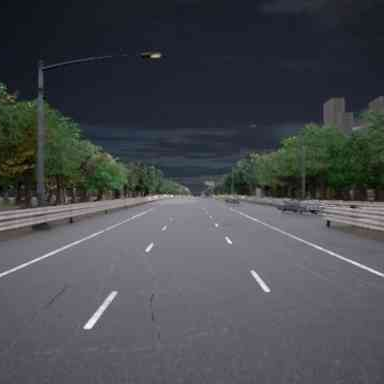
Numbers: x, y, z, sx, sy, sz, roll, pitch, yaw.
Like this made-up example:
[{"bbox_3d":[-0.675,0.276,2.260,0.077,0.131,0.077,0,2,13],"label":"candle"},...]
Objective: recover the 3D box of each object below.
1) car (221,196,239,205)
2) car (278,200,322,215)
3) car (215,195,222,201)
[{"bbox_3d":[7.051,1.547,59.327,1.895,1.301,4.718,0,0,-5],"label":"car"},{"bbox_3d":[11.221,1.535,34.954,2.033,1.411,5.357,0,0,-18],"label":"car"},{"bbox_3d":[6.979,1.456,85.802,1.882,1.535,5.008,0,0,0],"label":"car"}]
